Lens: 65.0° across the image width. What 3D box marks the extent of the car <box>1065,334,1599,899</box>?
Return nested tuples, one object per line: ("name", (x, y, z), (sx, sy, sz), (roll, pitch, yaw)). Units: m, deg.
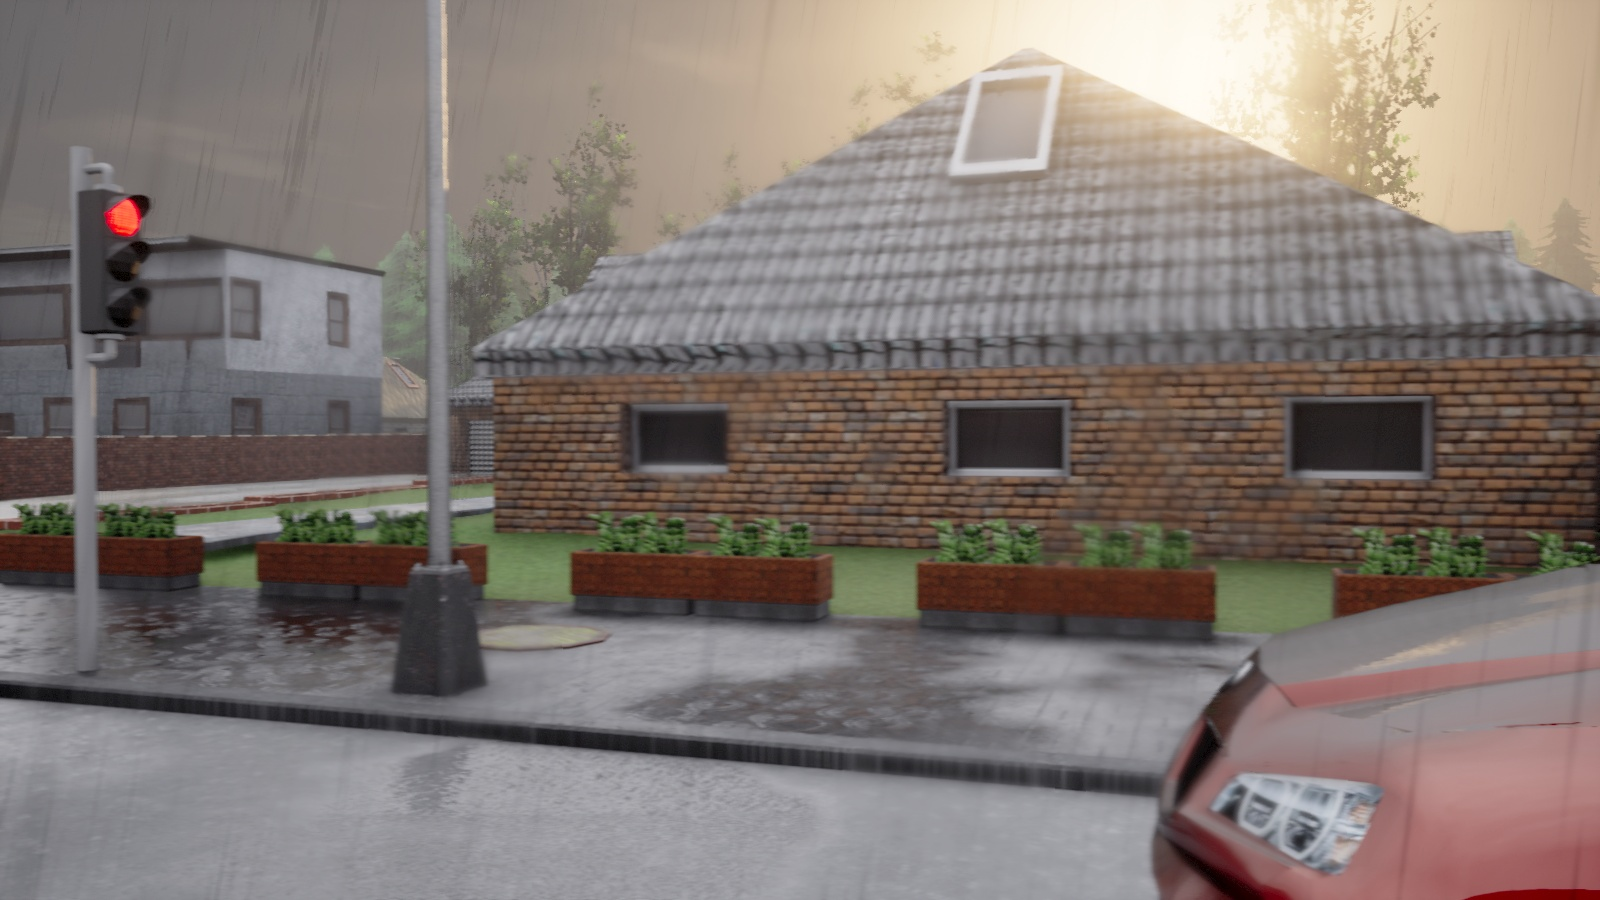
("car", (3.057, 0.640, 2.653), (4.611, 1.667, 2.242), (1, 1, 20))
